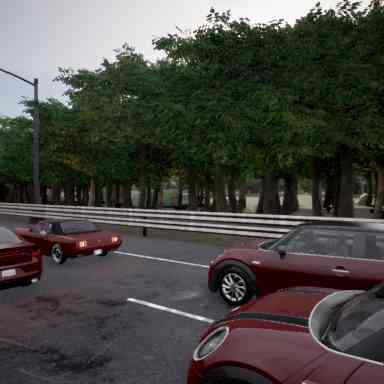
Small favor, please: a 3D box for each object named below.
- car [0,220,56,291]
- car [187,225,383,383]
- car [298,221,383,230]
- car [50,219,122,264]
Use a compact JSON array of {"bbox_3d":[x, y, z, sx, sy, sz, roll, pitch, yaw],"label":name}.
[{"bbox_3d":[-5.669,1.479,8.175,5.008,1.535,1.882,0,0,37],"label":"car"},{"bbox_3d":[2.154,1.352,2.528,4.553,1.767,2.097,0,0,35],"label":"car"},{"bbox_3d":[2.545,1.352,6.532,4.553,1.767,2.097,0,0,35],"label":"car"},{"bbox_3d":[-4.729,1.602,11.826,4.718,1.301,1.895,0,0,37],"label":"car"}]
